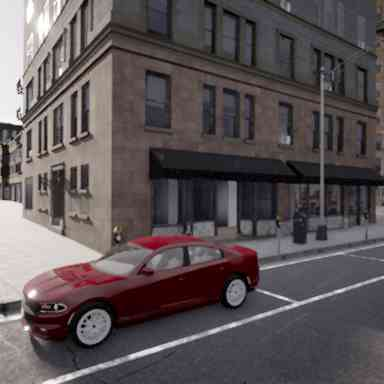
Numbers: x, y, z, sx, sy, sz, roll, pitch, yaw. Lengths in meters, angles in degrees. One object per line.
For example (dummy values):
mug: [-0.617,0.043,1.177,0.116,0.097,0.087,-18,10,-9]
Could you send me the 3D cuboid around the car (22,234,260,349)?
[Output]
car: [-0.691,1.534,6.262,4.507,1.381,1.887,0,1,-35]
